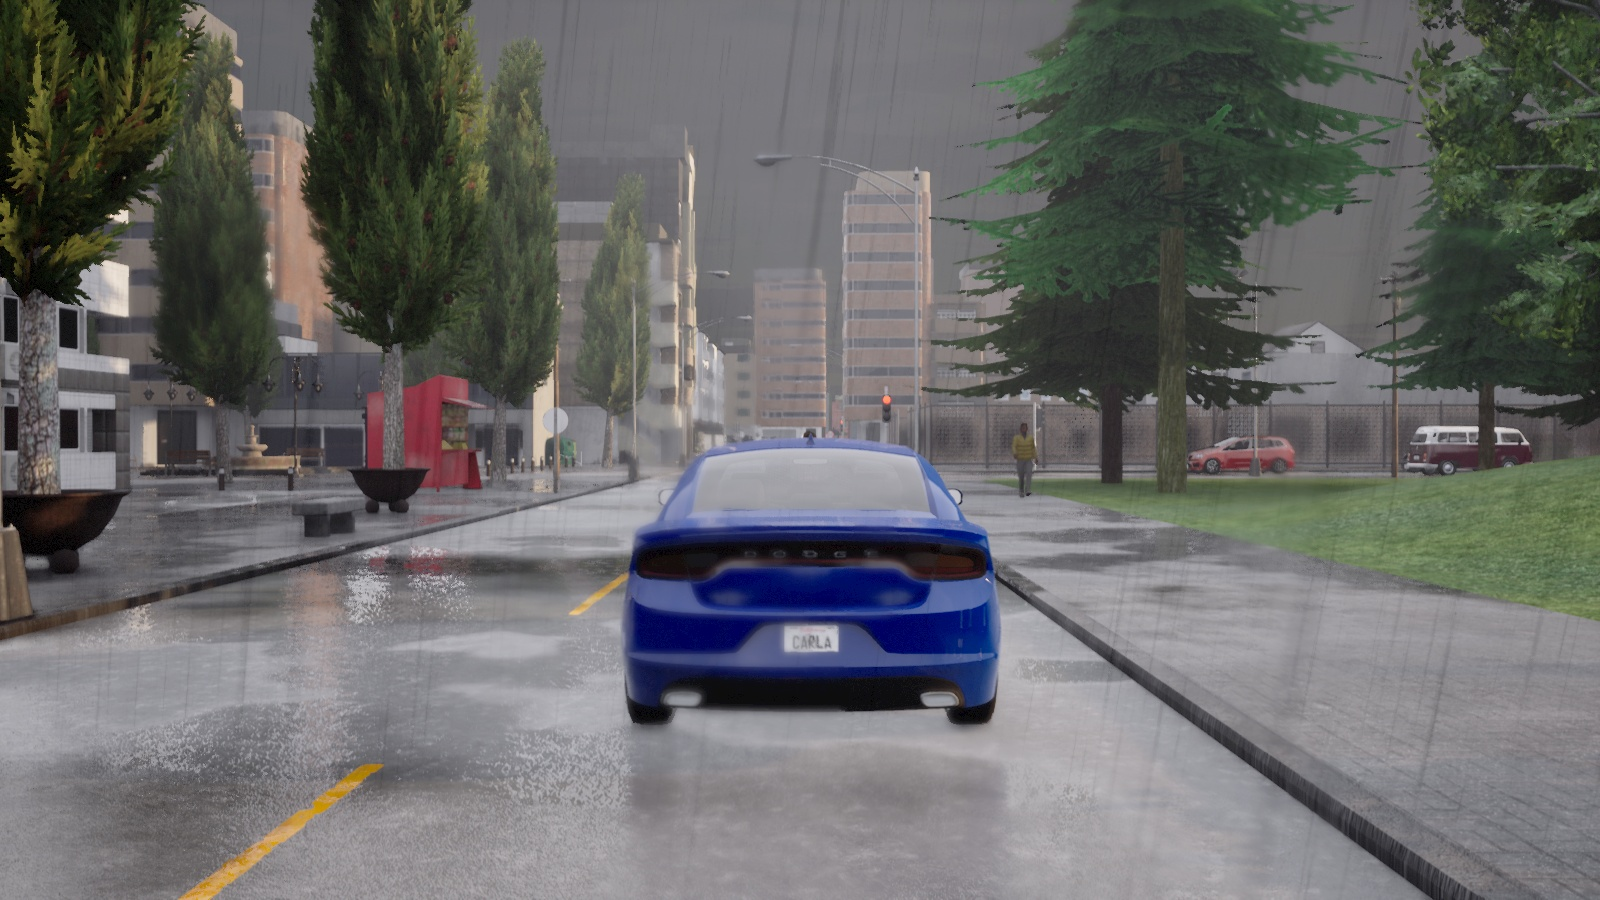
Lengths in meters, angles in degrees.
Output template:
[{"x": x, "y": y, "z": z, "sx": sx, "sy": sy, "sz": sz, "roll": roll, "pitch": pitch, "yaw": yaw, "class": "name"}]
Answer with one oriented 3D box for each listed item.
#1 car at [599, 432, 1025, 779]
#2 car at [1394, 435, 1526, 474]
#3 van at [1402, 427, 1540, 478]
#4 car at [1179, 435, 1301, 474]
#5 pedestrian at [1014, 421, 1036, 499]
[{"x": 0.066, "y": 0.663, "z": 8.060, "sx": 1.882, "sy": 1.535, "sz": 5.008, "roll": 0, "pitch": 1, "yaw": 0, "class": "car"}, {"x": 28.953, "y": 0.199, "z": 55.216, "sx": 4.611, "sy": 1.667, "sz": 2.242, "roll": 0, "pitch": 0, "yaw": 0, "class": "car"}, {"x": 27.313, "y": 0.108, "z": 51.222, "sx": 4.480, "sy": 2.038, "sz": 2.069, "roll": 0, "pitch": 0, "yaw": 0, "class": "van"}, {"x": 19.307, "y": 0.192, "z": 55.264, "sx": 4.611, "sy": 1.667, "sz": 2.242, "roll": 0, "pitch": 0, "yaw": 1, "class": "car"}, {"x": 5.341, "y": 0.237, "z": 29.820, "sx": 0.431, "sy": 1.840, "sz": 0.709, "roll": 0, "pitch": 0, "yaw": 4, "class": "pedestrian"}]
